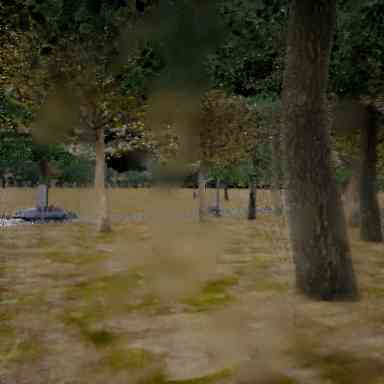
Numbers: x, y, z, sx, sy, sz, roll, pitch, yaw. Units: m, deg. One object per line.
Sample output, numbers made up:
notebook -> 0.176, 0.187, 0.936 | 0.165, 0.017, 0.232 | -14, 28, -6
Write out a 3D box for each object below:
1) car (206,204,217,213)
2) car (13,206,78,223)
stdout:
car -> 3.007, 2.925, 60.460 | 2.128, 1.511, 4.902 | -1, -2, 33
car -> -12.813, 1.917, 29.372 | 2.033, 1.411, 5.357 | -1, -3, 33
